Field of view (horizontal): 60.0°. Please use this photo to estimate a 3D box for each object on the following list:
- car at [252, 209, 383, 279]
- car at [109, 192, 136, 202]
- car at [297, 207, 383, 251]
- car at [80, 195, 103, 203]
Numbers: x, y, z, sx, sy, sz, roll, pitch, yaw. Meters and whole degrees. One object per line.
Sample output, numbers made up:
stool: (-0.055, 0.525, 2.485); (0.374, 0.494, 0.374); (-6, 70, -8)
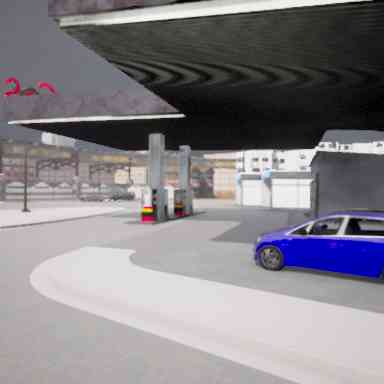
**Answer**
car: (3.879, 1.285, 8.729); (4.611, 1.667, 2.242); (0, 0, 36)
car: (-14.447, 0.935, 69.068); (5.566, 2.045, 2.150); (0, 0, -34)
car: (6.593, 1.442, 13.850); (3.806, 1.475, 1.970); (0, 0, 36)
car: (-18.650, 1.275, 61.891); (4.181, 1.385, 1.994); (0, 0, -42)
